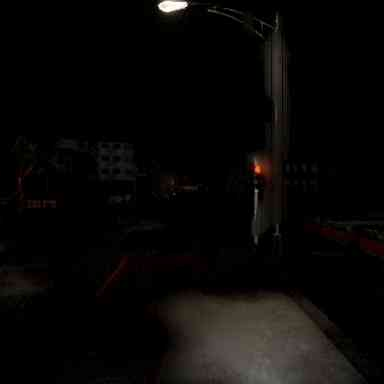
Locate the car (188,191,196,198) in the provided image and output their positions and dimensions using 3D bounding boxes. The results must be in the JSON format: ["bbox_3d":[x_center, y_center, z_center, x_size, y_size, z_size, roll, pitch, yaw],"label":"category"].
[{"bbox_3d":[0.005,0.482,69.703,2.033,1.411,5.357,0,1,0],"label":"car"}]

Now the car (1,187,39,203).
[{"bbox_3d":[-19.756,0.408,38.474,1.905,1.878,3.866,1,1,35],"label":"car"}]

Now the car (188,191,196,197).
[{"bbox_3d":[0.006,0.380,80.298,1.895,1.301,4.718,0,1,0],"label":"car"}]

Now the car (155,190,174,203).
[{"bbox_3d":[-4.078,0.641,47.385,2.097,1.767,4.553,0,1,0],"label":"car"}]

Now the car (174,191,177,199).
[{"bbox_3d":[-4.031,0.408,62.976,2.097,1.767,4.553,0,1,1],"label":"car"}]
